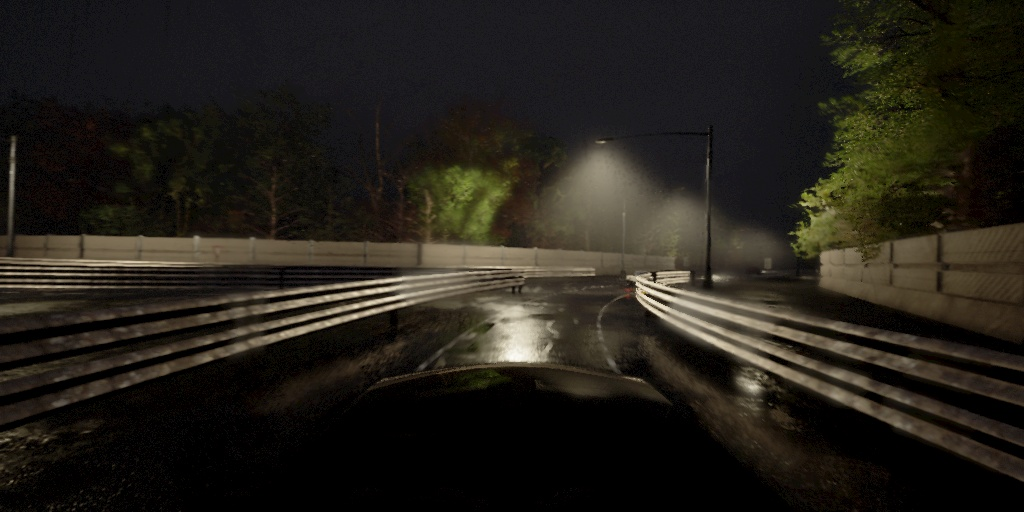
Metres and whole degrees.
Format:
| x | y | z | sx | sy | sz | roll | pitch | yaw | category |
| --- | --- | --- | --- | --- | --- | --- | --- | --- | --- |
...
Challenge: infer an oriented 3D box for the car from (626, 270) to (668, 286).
| x | y | z | sx | sy | sz | roll | pitch | yaw | category |
| --- | --- | --- | --- | --- | --- | --- | --- | --- | --- |
| 11.362 | 1.853 | 29.872 | 1.895 | 1.301 | 4.718 | 1 | -1 | 42 | car |
